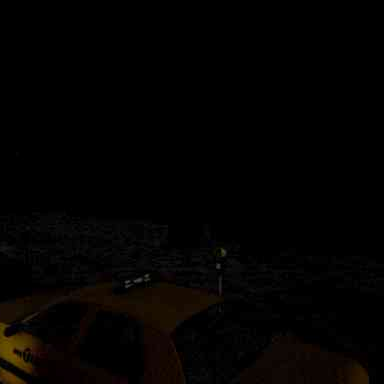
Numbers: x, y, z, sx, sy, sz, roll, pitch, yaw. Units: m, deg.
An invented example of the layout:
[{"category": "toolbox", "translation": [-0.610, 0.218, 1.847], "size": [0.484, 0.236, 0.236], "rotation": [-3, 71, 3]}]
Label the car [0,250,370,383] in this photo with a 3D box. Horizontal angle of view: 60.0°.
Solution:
[{"category": "car", "translation": [-0.785, 1.525, 3.526], "size": [4.829, 1.417, 1.752], "rotation": [0, 0, 36]}]
